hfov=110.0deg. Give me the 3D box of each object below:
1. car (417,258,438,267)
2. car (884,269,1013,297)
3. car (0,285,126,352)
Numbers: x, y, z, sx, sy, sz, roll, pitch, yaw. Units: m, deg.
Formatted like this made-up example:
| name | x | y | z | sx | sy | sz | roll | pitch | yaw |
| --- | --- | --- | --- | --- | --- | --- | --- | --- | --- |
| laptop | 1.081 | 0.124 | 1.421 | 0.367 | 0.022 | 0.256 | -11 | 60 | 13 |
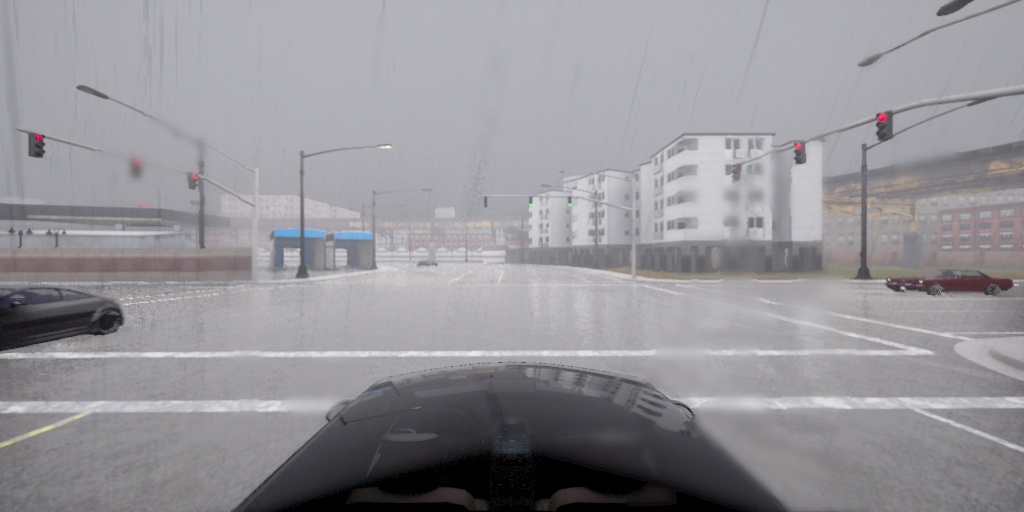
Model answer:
| name | x | y | z | sx | sy | sz | roll | pitch | yaw |
| --- | --- | --- | --- | --- | --- | --- | --- | --- | --- |
| car | -13.784 | 1.074 | 58.631 | 1.994 | 1.385 | 4.181 | 0 | 0 | -41 |
| car | 22.332 | 1.344 | 18.494 | 4.718 | 1.301 | 1.895 | 0 | 0 | -1 |
| car | -10.962 | 1.344 | 7.596 | 1.994 | 1.385 | 4.181 | 0 | 0 | -7 |
